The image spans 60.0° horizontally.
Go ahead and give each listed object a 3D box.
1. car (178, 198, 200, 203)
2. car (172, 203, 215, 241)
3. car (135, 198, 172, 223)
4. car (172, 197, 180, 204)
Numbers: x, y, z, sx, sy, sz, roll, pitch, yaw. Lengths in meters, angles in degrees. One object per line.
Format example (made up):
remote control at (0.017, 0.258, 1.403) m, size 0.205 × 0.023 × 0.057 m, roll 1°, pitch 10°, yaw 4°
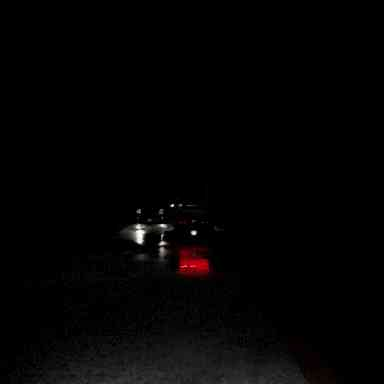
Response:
car at (0.023, 1.473, 33.514) m, size 2.128 × 1.511 × 4.902 m, roll 0°, pitch 0°, yaw 0°
car at (0.080, 1.496, 16.662) m, size 1.837 × 1.490 × 4.892 m, roll 0°, pitch 0°, yaw 0°
car at (-2.891, 1.338, 24.927) m, size 2.097 × 1.767 × 4.553 m, roll 0°, pitch 0°, yaw 0°
car at (-3.062, 1.713, 66.226) m, size 1.812 × 1.442 × 4.674 m, roll 0°, pitch -1°, yaw 0°
